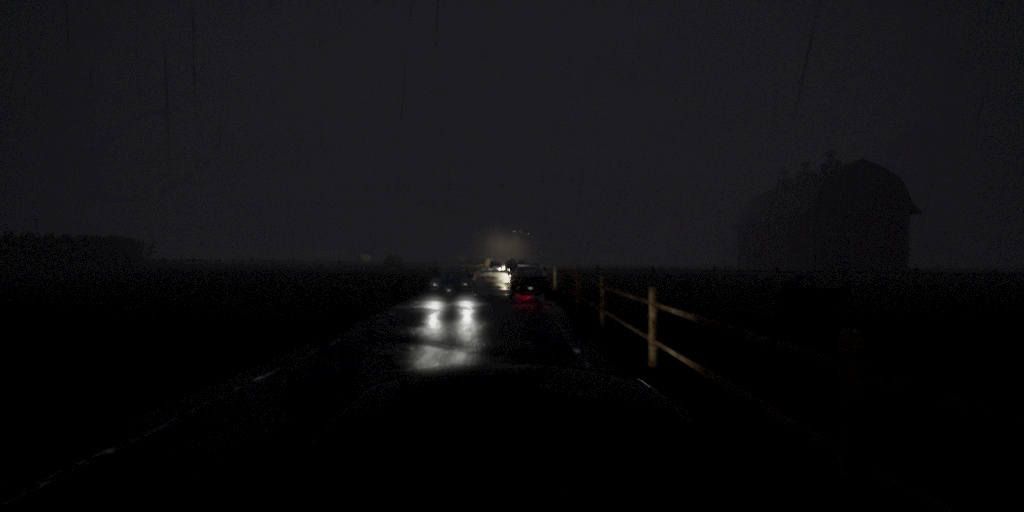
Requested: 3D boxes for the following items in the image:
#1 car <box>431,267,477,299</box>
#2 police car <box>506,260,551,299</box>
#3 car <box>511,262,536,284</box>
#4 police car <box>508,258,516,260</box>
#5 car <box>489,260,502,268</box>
[{"bbox_3d":[-2.852,1.284,18.483,1.812,1.442,4.674,0,0,0],"label":"car"},{"bbox_3d":[0.821,1.183,18.129,1.930,1.638,5.238,0,0,0],"label":"police car"},{"bbox_3d":[0.818,1.266,28.019,1.837,1.490,4.892,0,0,0],"label":"car"},{"bbox_3d":[0.817,1.189,34.129,1.930,1.638,5.238,0,0,0],"label":"police car"},{"bbox_3d":[-2.789,1.371,61.206,1.895,1.301,4.718,0,0,1],"label":"car"}]
